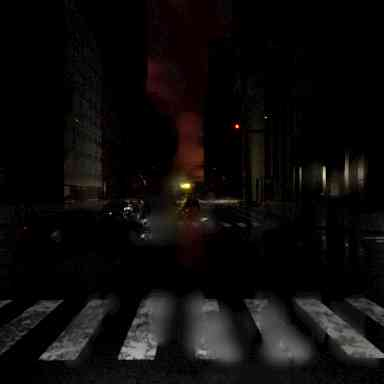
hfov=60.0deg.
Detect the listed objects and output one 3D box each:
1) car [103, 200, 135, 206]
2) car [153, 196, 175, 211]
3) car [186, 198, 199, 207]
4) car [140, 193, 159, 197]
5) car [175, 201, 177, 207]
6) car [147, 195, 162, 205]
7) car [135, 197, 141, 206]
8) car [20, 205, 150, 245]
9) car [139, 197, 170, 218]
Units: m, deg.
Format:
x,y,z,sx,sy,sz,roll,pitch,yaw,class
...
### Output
x,y,z,sx,sy,sz,roll,pitch,yaw,class
-6.646,1.507,29.600,1.837,1.490,4.892,0,0,1,car
-3.397,1.529,40.171,1.812,1.442,4.674,0,0,0,car
0.038,1.569,51.487,1.994,1.385,4.181,0,0,0,car
-6.645,1.226,48.774,2.150,2.045,5.566,0,0,0,car
-3.391,1.569,50.183,1.994,1.385,4.181,0,0,1,car
-6.622,1.359,59.036,2.097,1.767,4.553,0,0,-1,car
-6.642,1.604,38.863,1.895,1.301,4.718,0,0,0,car
-4.971,1.549,15.434,5.357,1.411,2.033,0,0,-28,car
-3.380,1.480,30.891,1.882,1.535,5.008,0,0,0,car
